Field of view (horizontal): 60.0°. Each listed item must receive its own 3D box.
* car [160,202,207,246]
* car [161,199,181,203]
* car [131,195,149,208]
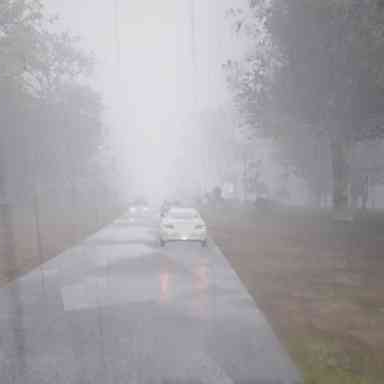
[{"bbox_3d":[-0.407,1.388,14.363,1.812,1.442,4.674,1,1,-3],"label":"car"},{"bbox_3d":[-1.886,1.273,30.258,1.994,1.385,4.181,1,0,-7],"label":"car"},{"bbox_3d":[-6.326,1.116,40.511,1.837,1.490,4.892,1,0,-10],"label":"car"}]
